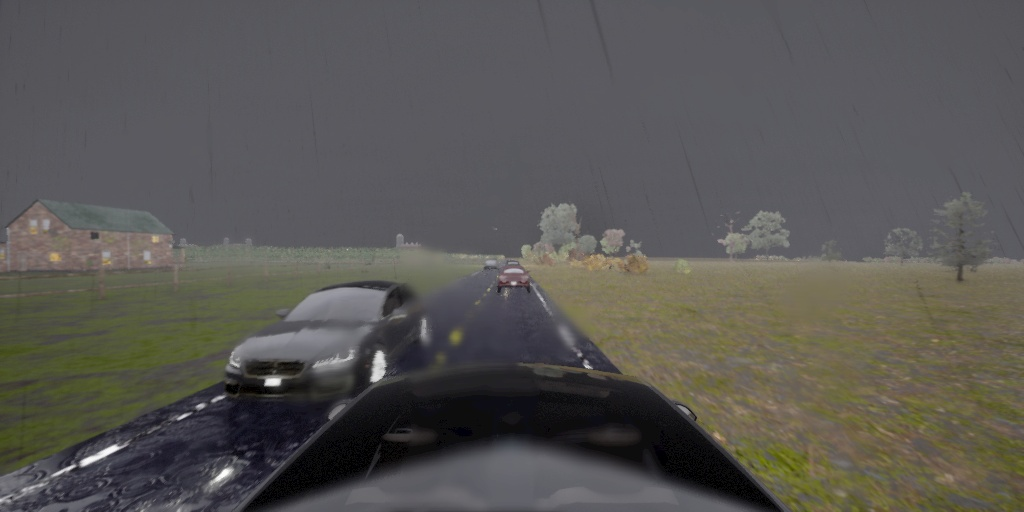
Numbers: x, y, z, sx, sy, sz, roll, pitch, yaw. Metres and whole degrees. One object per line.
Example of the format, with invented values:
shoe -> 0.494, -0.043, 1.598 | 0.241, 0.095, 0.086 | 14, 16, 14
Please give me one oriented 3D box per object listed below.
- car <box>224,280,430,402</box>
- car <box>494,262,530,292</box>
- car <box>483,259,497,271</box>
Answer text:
car -> -2.852, 1.254, 6.706 | 1.837, 1.490, 4.892 | 0, 0, 0
car -> 0.097, 1.277, 21.326 | 1.812, 1.442, 4.674 | 0, 0, 0
car -> -2.835, 1.235, 48.594 | 1.882, 1.535, 5.008 | 0, 0, 0
